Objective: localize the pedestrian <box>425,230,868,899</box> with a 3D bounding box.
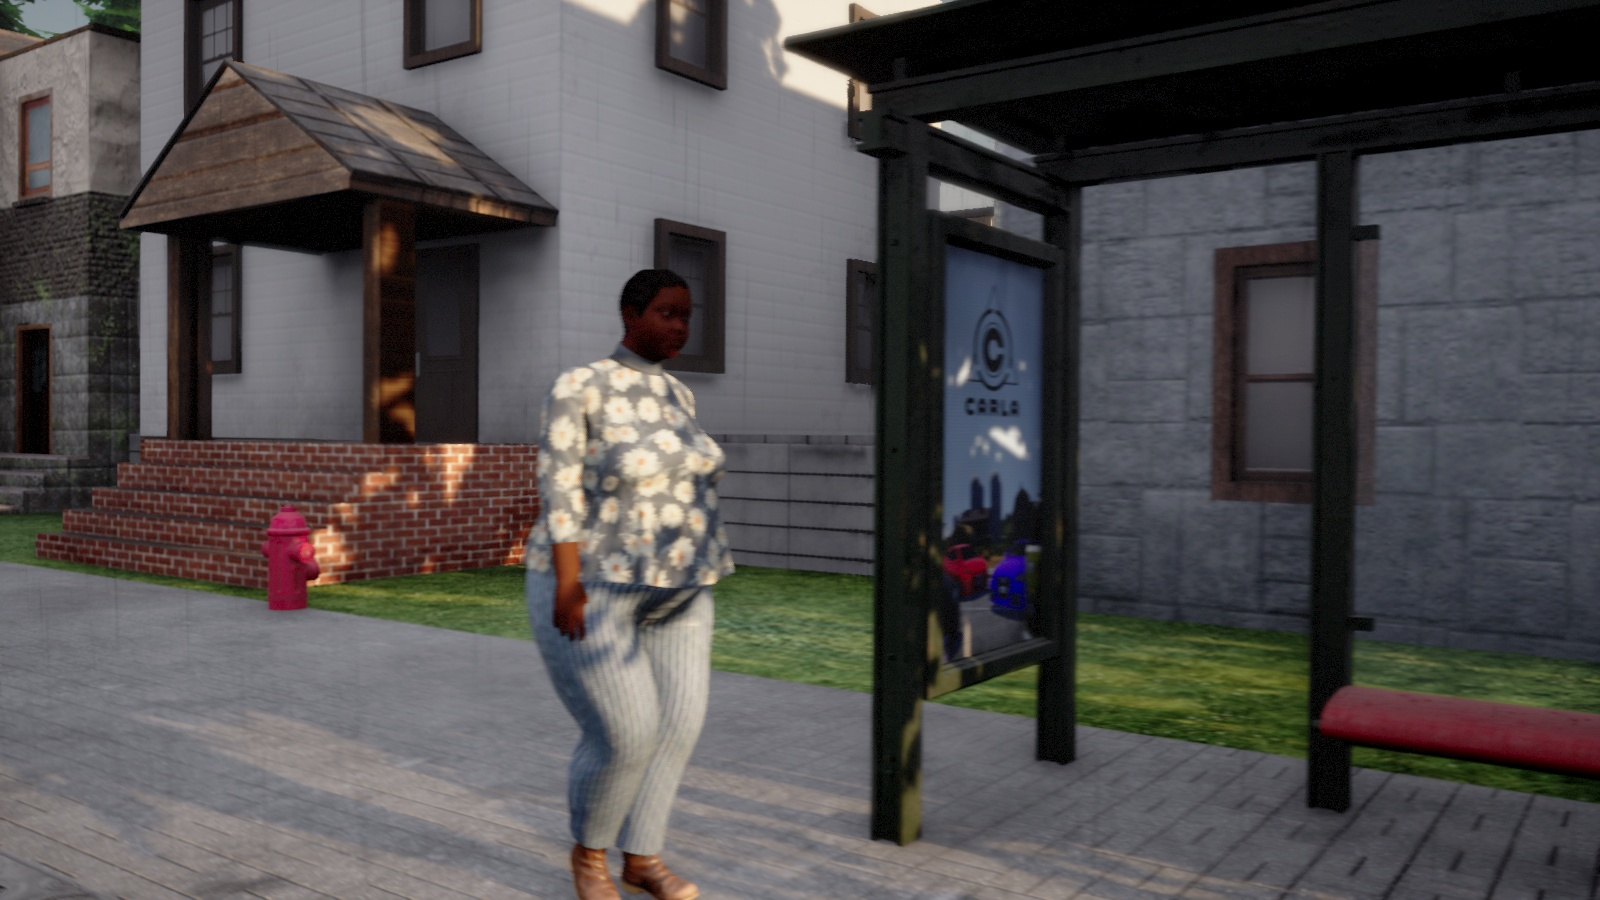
[{"bbox_3d":[-0.439,0.397,3.619,0.900,1.855,0.874,0,1,44],"label":"pedestrian"}]
